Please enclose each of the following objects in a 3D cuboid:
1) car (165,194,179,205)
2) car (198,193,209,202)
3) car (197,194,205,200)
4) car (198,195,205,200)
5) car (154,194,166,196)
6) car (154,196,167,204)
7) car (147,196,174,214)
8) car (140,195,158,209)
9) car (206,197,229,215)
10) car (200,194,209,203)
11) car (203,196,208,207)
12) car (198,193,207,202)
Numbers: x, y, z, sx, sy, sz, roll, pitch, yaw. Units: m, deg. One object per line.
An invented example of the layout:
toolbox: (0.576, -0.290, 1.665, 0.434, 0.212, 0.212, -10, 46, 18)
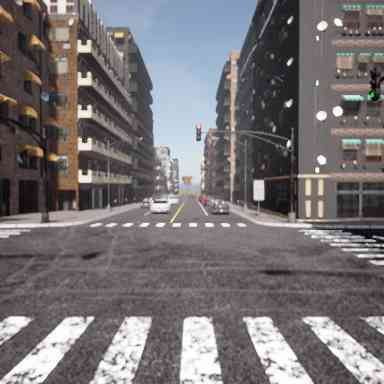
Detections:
car: (-3.144, 1.456, 55.342, 1.812, 1.442, 4.674, 0, 0, 0)
car: (2.574, 1.244, 72.892, 2.192, 1.841, 5.009, -1, 0, 0)
car: (2.546, 1.378, 95.417, 1.967, 1.590, 4.097, -1, 0, 0)
car: (2.557, 1.517, 89.786, 1.802, 1.307, 4.206, -1, 0, 0)
car: (-5.750, 1.246, 56.083, 2.192, 1.841, 5.009, -1, 0, 0)
car: (-5.753, 1.480, 61.715, 2.008, 1.369, 4.403, -1, 0, 0)
car: (-3.144, 1.470, 34.043, 1.812, 1.442, 4.674, 0, 0, 0)
car: (-5.901, 1.486, 44.817, 2.008, 1.369, 4.403, -1, 0, 0)
car: (2.762, 1.496, 33.470, 2.008, 1.369, 4.403, -1, 0, 0)
car: (2.627, 1.478, 50.265, 1.887, 1.381, 4.507, -1, 0, 0)
car: (2.746, 1.490, 39.001, 2.008, 1.369, 4.403, -1, 0, 0)
car: (2.586, 1.474, 67.260, 1.887, 1.381, 4.507, -1, 0, 0)
